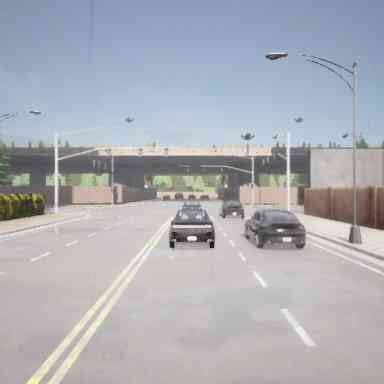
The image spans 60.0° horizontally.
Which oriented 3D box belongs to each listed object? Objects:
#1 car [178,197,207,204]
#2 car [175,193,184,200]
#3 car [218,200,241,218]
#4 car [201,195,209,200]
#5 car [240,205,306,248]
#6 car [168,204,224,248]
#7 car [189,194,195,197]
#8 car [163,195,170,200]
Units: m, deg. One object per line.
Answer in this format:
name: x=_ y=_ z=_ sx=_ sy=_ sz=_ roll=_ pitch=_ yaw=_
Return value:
car: x=0.000 y=1.493 z=29.650 sx=2.128 sy=1.511 sz=4.902 roll=0 pitch=0 yaw=0
car: x=-3.500 y=1.218 z=91.475 sx=2.150 sy=2.045 sz=5.566 roll=0 pitch=0 yaw=0
car: x=3.500 y=1.515 z=29.650 sx=1.837 sy=1.490 sz=4.892 roll=0 pitch=0 yaw=0
car: x=3.500 y=1.406 z=87.062 sx=1.812 sy=1.442 sz=4.674 roll=0 pitch=0 yaw=0
car: x=3.500 y=1.515 z=14.650 sx=1.837 sy=1.490 sz=4.892 roll=0 pitch=0 yaw=0
car: x=0.000 y=1.493 z=14.650 sx=2.128 sy=1.511 sz=4.902 roll=0 pitch=0 yaw=0
car: x=0.000 y=1.381 z=87.060 sx=1.837 sy=1.490 sz=4.892 roll=0 pitch=0 yaw=0
car: x=-7.000 y=1.532 z=91.505 sx=2.033 sy=1.411 sz=5.357 roll=0 pitch=0 yaw=0
